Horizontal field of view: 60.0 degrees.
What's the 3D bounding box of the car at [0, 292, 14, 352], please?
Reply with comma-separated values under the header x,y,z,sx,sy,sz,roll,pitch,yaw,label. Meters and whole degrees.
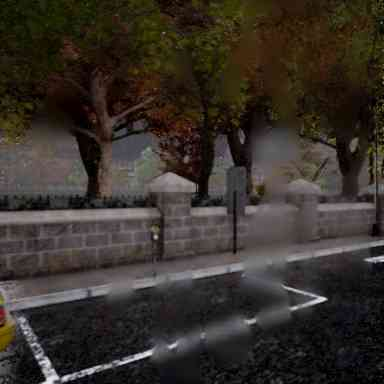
x,y,z,sx,sy,sz,roll,pitch,yaw,label
-4.545,1.511,3.316,4.829,1.417,1.752,1,-1,-36,car
